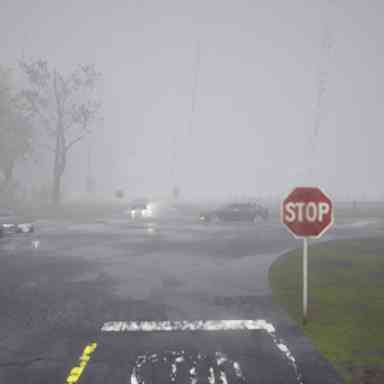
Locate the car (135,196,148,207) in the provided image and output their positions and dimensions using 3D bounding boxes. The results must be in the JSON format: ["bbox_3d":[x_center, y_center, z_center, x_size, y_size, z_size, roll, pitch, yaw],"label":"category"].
[{"bbox_3d":[-7.867,1.441,51.815,1.812,1.442,4.674,0,0,-7],"label":"car"}]

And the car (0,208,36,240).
[{"bbox_3d":[-10.022,1.516,16.505,4.902,1.511,2.128,0,0,22],"label":"car"}]

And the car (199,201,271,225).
[{"bbox_3d":[2.912,1.412,22.892,4.892,1.490,1.837,0,0,-4],"label":"car"}]

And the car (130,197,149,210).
[{"bbox_3d":[-6.567,1.477,41.320,2.033,1.411,5.357,0,0,-7],"label":"car"}]

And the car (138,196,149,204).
[{"bbox_3d":[-9.058,1.504,61.999,1.895,1.301,4.718,0,0,-7],"label":"car"}]

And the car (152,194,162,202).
[{"bbox_3d":[-7.882,1.243,75.089,2.097,1.767,4.553,0,0,-7],"label":"car"}]
